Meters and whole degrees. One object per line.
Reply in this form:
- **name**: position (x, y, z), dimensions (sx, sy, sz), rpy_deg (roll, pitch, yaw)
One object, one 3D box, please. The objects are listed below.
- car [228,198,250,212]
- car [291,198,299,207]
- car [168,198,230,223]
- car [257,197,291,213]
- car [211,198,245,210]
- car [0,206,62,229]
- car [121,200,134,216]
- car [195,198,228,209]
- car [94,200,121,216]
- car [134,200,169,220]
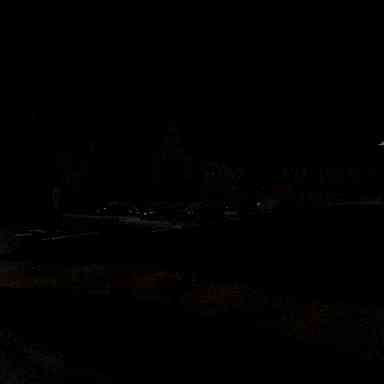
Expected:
- **car**: position (5.016, 1.563, 37.994), dimensions (1.994, 1.385, 4.181), rpy_deg (0, 0, 36)
- **car**: position (15.175, 1.564, 51.793), dimensions (1.994, 1.385, 4.181), rpy_deg (0, 0, 36)
- **car**: position (0.665, 1.477, 26.079), dimensions (1.882, 1.535, 5.008), rpy_deg (0, 0, 36)
- **car**: position (9.056, 1.351, 37.591), dimensions (2.097, 1.767, 4.553), rpy_deg (0, 0, 36)
- **car**: position (4.864, 1.547, 43.725), dimensions (2.033, 1.411, 5.357), rpy_deg (0, 0, 36)
- **car**: position (-11.122, 1.600, 21.783), dimensions (1.895, 1.301, 4.718), rpy_deg (0, 0, 36)
- **car**: position (-4.037, 1.504, 31.513), dimensions (1.837, 1.490, 4.892), rpy_deg (0, 0, 36)
- **car**: position (2.782, 1.547, 46.800), dimensions (2.033, 1.411, 5.357), rpy_deg (0, 0, 36)
- **car**: position (-7.388, 1.525, 32.861), dimensions (1.812, 1.442, 4.674), rpy_deg (0, 0, 36)
- **car**: position (-2.245, 1.504, 28.031), dimensions (1.837, 1.490, 4.892), rpy_deg (0, 0, 36)
